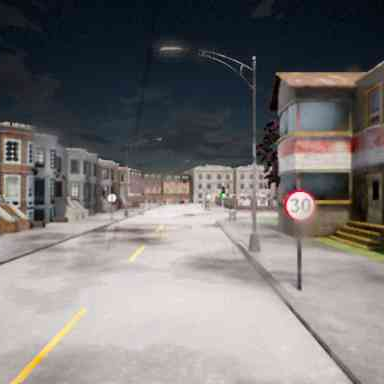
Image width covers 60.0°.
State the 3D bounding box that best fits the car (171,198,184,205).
[{"bbox_3d":[-3.541,2.343,81.520,2.097,1.767,4.553,0,-1,17],"label":"car"}]
